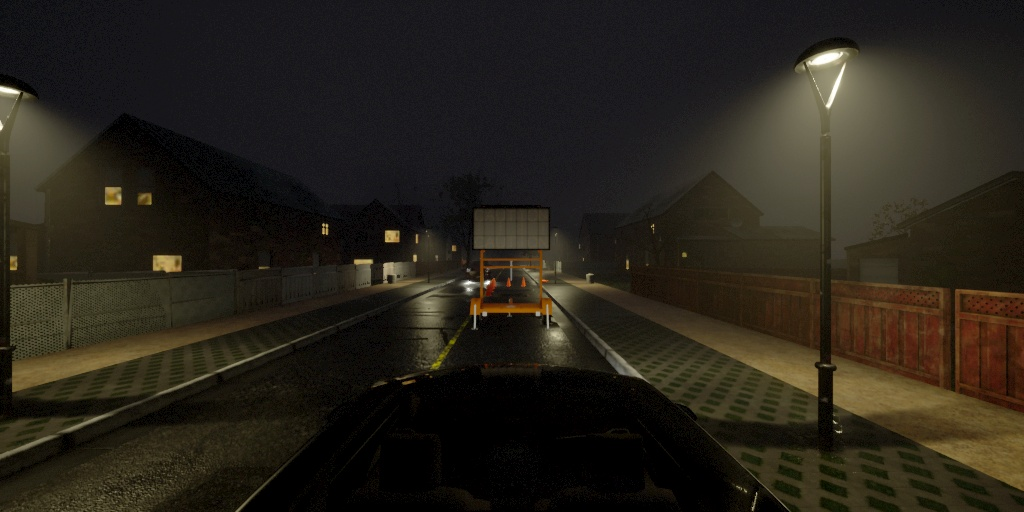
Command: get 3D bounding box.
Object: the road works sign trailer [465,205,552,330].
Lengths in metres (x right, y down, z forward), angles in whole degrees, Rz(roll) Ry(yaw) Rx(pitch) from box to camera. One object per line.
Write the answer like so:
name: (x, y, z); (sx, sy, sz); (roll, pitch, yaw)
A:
road works sign trailer: (-0.021, 0.221, 11.192); (2.380, 3.560, 2.880); (0, 0, 0)

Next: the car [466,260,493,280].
car: (-2.821, 1.178, 31.628); (2.097, 1.767, 4.553); (0, 0, 0)
